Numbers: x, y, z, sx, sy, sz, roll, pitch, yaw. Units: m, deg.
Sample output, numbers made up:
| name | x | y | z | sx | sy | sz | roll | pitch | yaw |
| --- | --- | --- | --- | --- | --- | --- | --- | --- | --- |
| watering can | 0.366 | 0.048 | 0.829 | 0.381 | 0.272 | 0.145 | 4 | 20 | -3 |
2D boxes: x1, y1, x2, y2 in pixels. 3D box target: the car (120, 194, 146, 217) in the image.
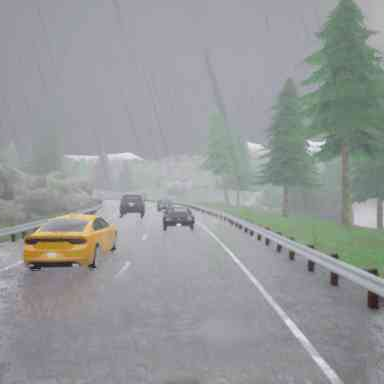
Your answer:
| name | x | y | z | sx | sy | sz | roll | pitch | yaw |
| --- | --- | --- | --- | --- | --- | --- | --- | --- | --- |
| car | -5.548 | 1.232 | 31.343 | 2.150 | 2.045 | 5.566 | 0 | 0 | -7 |

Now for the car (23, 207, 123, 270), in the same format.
| name | x | y | z | sx | sy | sz | roll | pitch | yaw |
| --- | --- | --- | --- | --- | --- | --- | --- | --- | --- |
| car | -3.760 | 1.484 | 11.124 | 1.882 | 1.535 | 5.008 | 0 | 0 | -3 |

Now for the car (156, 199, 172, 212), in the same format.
| name | x | y | z | sx | sy | sz | roll | pitch | yaw |
| --- | --- | --- | --- | --- | --- | --- | --- | --- | --- |
| car | -3.216 | 1.554 | 39.475 | 2.033 | 1.411 | 5.357 | 0 | 0 | -9 |

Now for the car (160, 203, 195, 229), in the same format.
| name | x | y | z | sx | sy | sz | roll | pitch | yaw |
| --- | --- | --- | --- | --- | --- | --- | --- | --- | --- |
| car | -0.949 | 1.603 | 21.413 | 1.895 | 1.301 | 4.718 | 0 | 0 | -5 |
